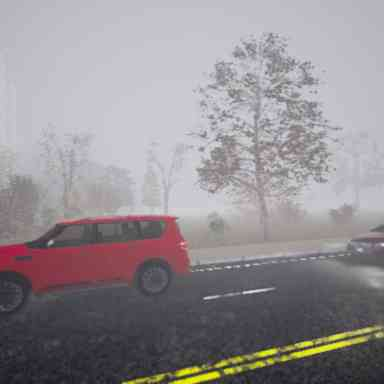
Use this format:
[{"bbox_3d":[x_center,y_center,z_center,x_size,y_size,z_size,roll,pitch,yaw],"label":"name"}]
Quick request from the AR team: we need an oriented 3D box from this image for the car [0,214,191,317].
[{"bbox_3d":[-2.763,1.657,8.705,5.566,2.045,2.150,0,-3,-22],"label":"car"}]

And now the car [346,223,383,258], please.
[{"bbox_3d":[8.390,1.869,13.287,4.674,1.442,1.812,0,-3,-22],"label":"car"}]
